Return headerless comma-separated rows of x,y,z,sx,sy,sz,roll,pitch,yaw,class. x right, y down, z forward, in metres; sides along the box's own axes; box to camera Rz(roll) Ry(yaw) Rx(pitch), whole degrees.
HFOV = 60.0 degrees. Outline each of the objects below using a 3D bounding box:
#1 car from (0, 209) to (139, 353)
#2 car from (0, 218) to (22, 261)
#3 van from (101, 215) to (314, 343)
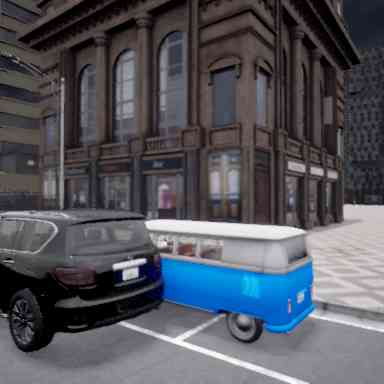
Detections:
-3.076,1.356,6.635,5.566,2.045,2.150,-1,-1,37,car
-8.877,1.773,13.283,4.829,1.417,1.752,-1,-2,37,car
0.264,1.483,6.462,3.998,1.788,1.690,-1,-2,37,van
